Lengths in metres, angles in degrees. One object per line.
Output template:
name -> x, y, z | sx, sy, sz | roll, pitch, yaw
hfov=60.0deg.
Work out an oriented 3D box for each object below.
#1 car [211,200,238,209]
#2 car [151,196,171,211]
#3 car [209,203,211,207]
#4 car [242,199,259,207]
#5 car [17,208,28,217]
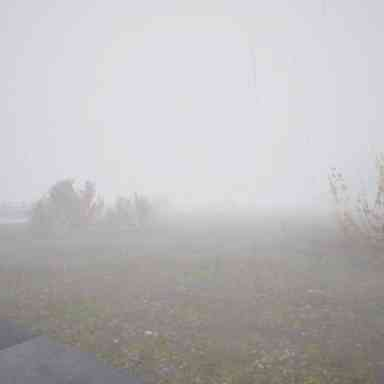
car -> 5.967, 2.080, 56.971 | 2.033, 1.411, 5.357 | -1, -1, 36
car -> -5.303, 1.658, 47.466 | 2.150, 2.045, 5.566 | -1, -1, 36
car -> 5.061, 2.168, 61.701 | 1.812, 1.442, 4.674 | -1, -1, 36
car -> 11.312, 2.159, 64.397 | 1.812, 1.442, 4.674 | -1, -1, 36
car -> -14.906, 1.802, 34.130 | 2.033, 1.411, 5.357 | -1, -1, 36
